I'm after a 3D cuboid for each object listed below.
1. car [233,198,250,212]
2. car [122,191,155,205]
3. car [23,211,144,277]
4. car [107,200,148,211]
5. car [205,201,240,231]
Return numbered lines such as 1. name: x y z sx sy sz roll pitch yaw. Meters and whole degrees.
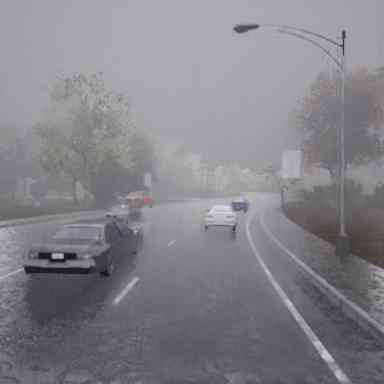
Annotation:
1. car: 5.590 1.499 38.538 1.882 1.535 5.008 0 0 14
2. car: -5.847 0.850 36.752 2.150 2.045 5.566 0 0 13
3. car: -2.916 1.538 10.226 2.033 1.411 5.357 0 0 5
4. car: -4.937 1.544 23.678 1.994 1.385 4.181 0 0 10
5. car: 1.891 1.534 20.887 1.812 1.442 4.674 0 0 9
